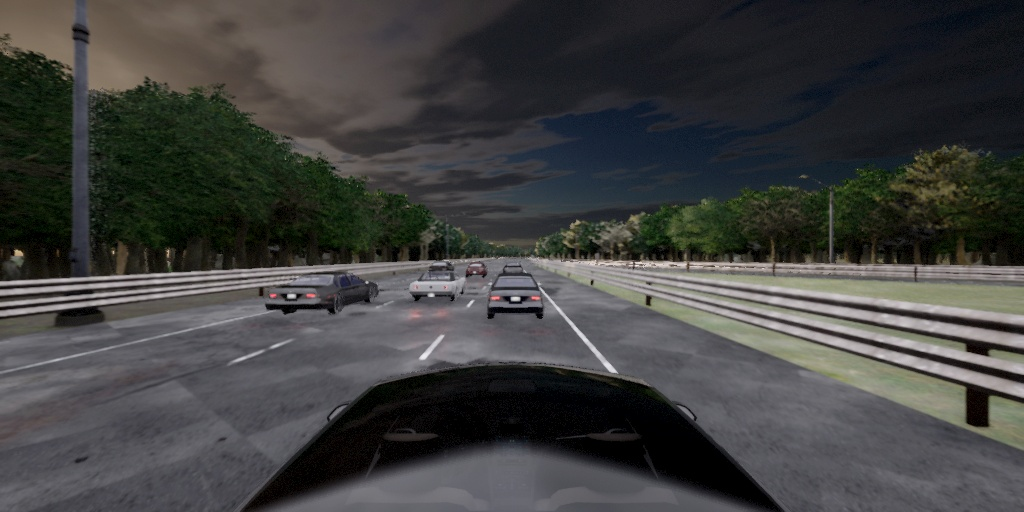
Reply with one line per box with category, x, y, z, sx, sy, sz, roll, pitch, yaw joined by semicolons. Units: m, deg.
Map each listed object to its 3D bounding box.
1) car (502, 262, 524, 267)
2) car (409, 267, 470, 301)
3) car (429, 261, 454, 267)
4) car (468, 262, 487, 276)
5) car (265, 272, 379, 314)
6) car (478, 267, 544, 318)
car;0.101;1.282;33.819;2.128;1.511;4.902;0;0;0
car;-3.403;1.364;17.327;1.895;1.301;4.718;0;0;0
car;-6.896;1.246;35.488;1.882;1.535;5.008;0;0;0
car;-3.402;1.319;35.030;1.812;1.442;4.674;0;0;0
car;-6.909;1.309;13.746;2.033;1.411;5.357;0;0;0
car;0.104;1.306;13.011;2.033;1.411;5.357;0;0;0
